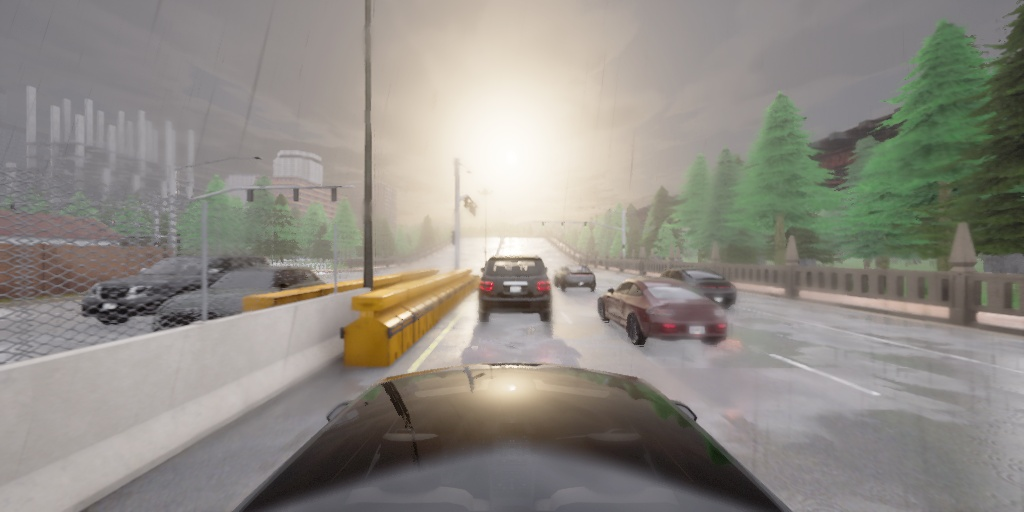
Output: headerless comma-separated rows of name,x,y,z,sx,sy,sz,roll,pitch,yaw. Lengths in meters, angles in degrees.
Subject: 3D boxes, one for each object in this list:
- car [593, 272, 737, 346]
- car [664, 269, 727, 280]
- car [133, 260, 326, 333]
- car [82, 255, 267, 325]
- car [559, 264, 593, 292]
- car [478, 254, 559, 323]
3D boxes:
car,3.600,1.271,9.274,1.812,1.442,4.674,0,0,0
car,7.096,1.246,14.747,1.837,1.490,4.892,0,0,0
car,-7.084,1.097,10.015,2.097,1.767,4.553,0,0,0
car,-10.577,0.965,12.189,2.150,2.045,5.566,0,0,0
car,3.596,1.229,21.005,2.128,1.511,4.902,0,0,0
car,0.097,0.966,12.224,2.150,2.045,5.566,0,0,0
